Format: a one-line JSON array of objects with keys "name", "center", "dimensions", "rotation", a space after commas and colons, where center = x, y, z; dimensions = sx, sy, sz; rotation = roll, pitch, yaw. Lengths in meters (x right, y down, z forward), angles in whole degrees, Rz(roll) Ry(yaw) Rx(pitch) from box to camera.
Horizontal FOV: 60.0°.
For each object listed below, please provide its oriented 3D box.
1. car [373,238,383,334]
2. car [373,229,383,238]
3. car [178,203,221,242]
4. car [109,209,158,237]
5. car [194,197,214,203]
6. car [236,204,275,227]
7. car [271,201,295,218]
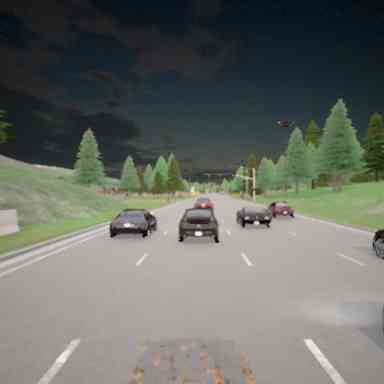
[{"name": "car", "center": [3.606, 1.509, 2.773], "dimensions": [1.837, 1.490, 4.892], "rotation": [0, 0, 0]}, {"name": "car", "center": [7.179, 1.505, 9.656], "dimensions": [2.128, 1.511, 4.902], "rotation": [0, 0, 1]}, {"name": "car", "center": [0.362, 1.528, 16.649], "dimensions": [1.837, 1.490, 4.892], "rotation": [0, 0, 2]}, {"name": "car", "center": [-3.086, 1.589, 18.183], "dimensions": [1.994, 1.385, 4.181], "rotation": [0, 0, 2]}, {"name": "car", "center": [1.270, 1.398, 35.808], "dimensions": [2.097, 1.767, 4.553], "rotation": [0, 0, 3]}, {"name": "car", "center": [4.099, 1.631, 22.760], "dimensions": [1.895, 1.301, 4.718], "rotation": [0, 0, 3]}, {"name": "car", "center": [7.969, 1.565, 30.286], "dimensions": [1.812, 1.442, 4.674], "rotation": [0, 0, 3]}]
